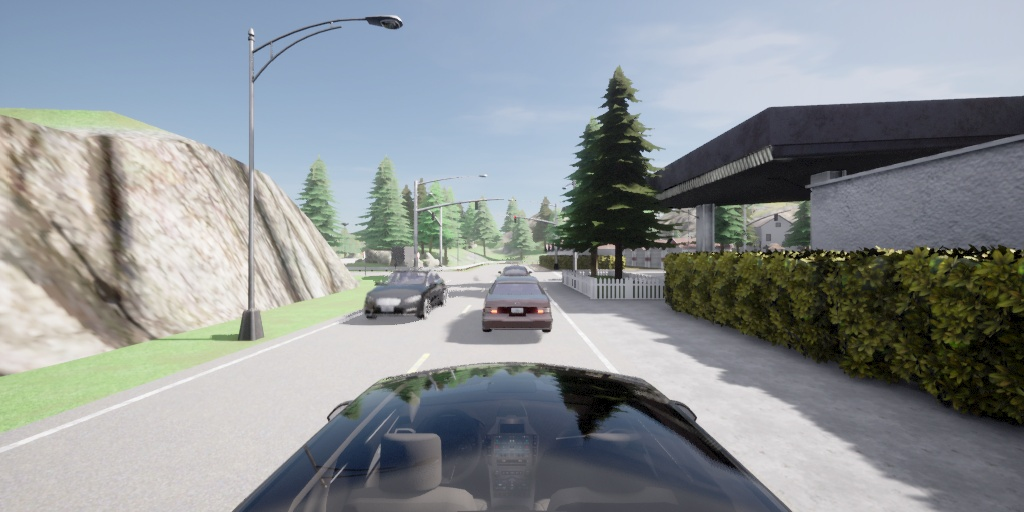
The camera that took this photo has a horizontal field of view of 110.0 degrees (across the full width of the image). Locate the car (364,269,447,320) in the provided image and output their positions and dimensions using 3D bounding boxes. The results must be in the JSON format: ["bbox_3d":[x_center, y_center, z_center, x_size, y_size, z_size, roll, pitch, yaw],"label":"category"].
[{"bbox_3d":[-3.542,1.242,12.687,2.128,1.511,4.902,0,0,0],"label":"car"}]

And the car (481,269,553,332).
[{"bbox_3d":[0.136,1.297,10.772,2.033,1.411,5.357,0,0,0],"label":"car"}]

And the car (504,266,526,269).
[{"bbox_3d":[0.181,1.276,20.358,1.812,1.442,4.674,0,0,0],"label":"car"}]
